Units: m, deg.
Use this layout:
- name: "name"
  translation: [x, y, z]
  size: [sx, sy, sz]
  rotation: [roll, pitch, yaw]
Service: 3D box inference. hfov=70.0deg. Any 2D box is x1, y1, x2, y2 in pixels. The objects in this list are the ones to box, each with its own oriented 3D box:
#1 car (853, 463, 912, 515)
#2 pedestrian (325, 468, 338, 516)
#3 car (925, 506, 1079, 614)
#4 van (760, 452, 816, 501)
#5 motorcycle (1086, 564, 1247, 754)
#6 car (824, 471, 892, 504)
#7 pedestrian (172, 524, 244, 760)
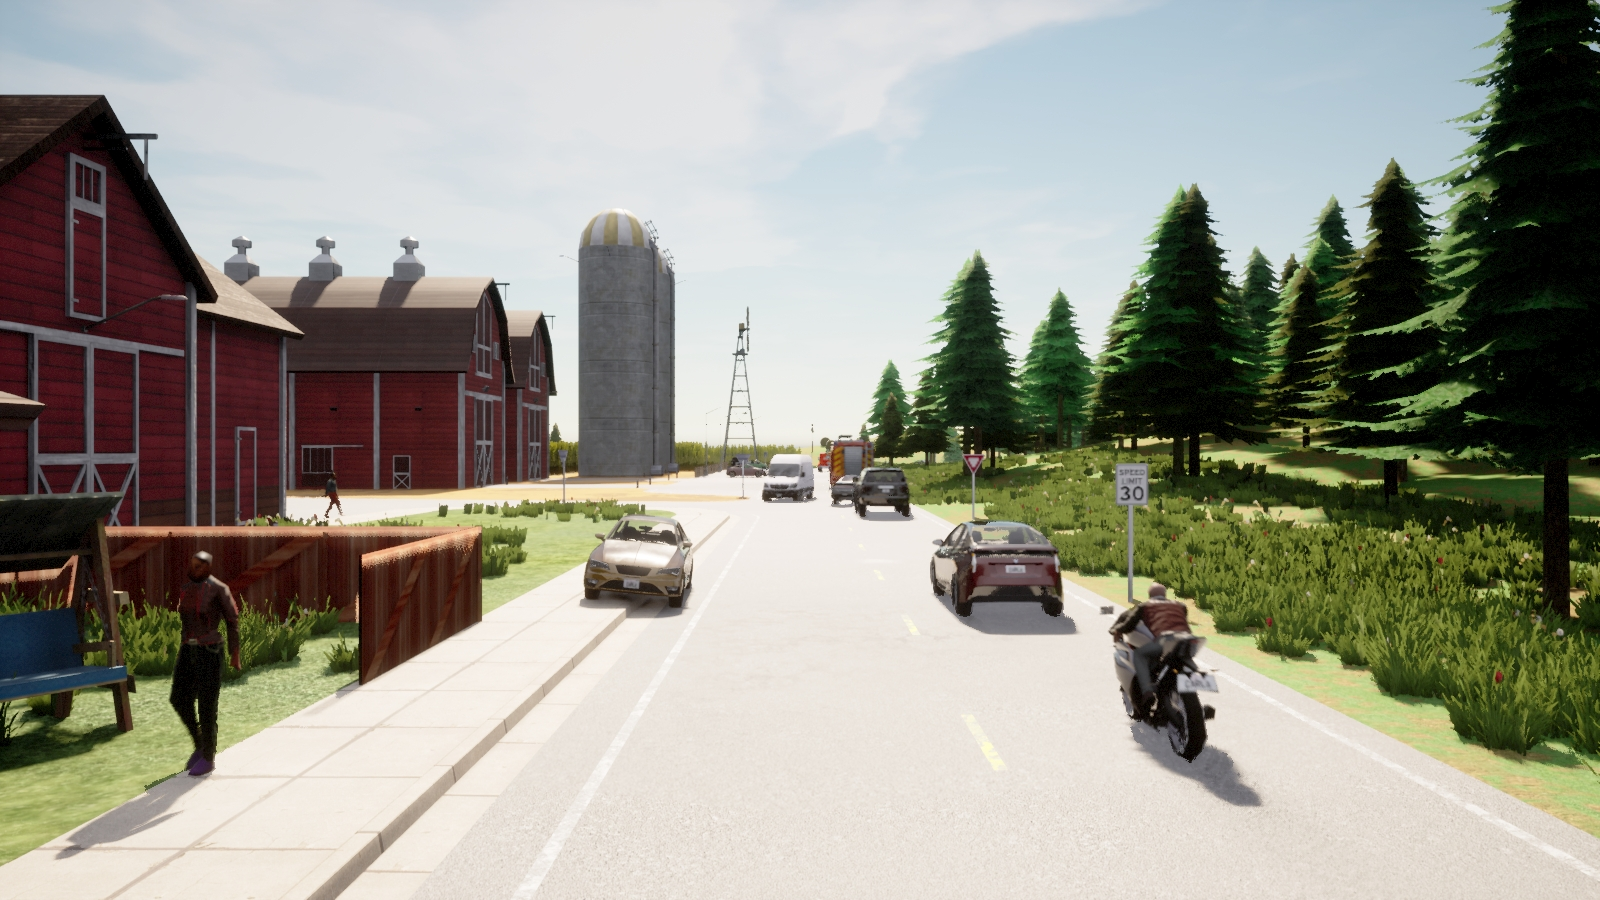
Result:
- name: "car"
  translation: [3.547, 1.628, 49.944]
  size: [2.150, 2.045, 5.566]
  rotation: [0, 0, 0]
- name: "pedestrian"
  translation: [-18.174, 1.616, 44.302]
  size: [0.375, 1.860, 0.375]
  rotation: [0, 0, -4]
- name: "car"
  translation: [3.522, 1.900, 20.775]
  size: [2.007, 1.525, 4.514]
  rotation: [0, 0, 0]
- name: "van"
  translation: [-0.599, 1.394, 63.651]
  size: [1.988, 2.561, 5.915]
  rotation: [1, 0, 10]
- name: "motorcycle"
  translation: [3.520, 1.961, 11.210]
  size: [0.867, 1.460, 2.209]
  rotation: [0, 0, 0]
- name: "car"
  translation: [3.078, 1.907, 59.350]
  size: [2.128, 1.511, 4.902]
  rotation: [0, 0, 20]
- name: "pedestrian"
  translation: [-4.851, 1.555, 9.371]
  size: [0.375, 1.860, 0.375]
  rotation: [0, 0, 9]
